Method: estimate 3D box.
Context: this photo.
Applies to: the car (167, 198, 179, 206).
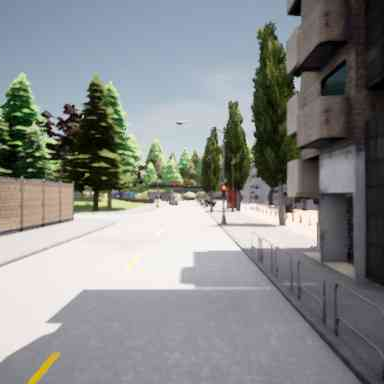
[{"bbox_3d":[-3.988,2.540,73.102,1.837,1.490,4.892,0,-1,0],"label":"car"}]
